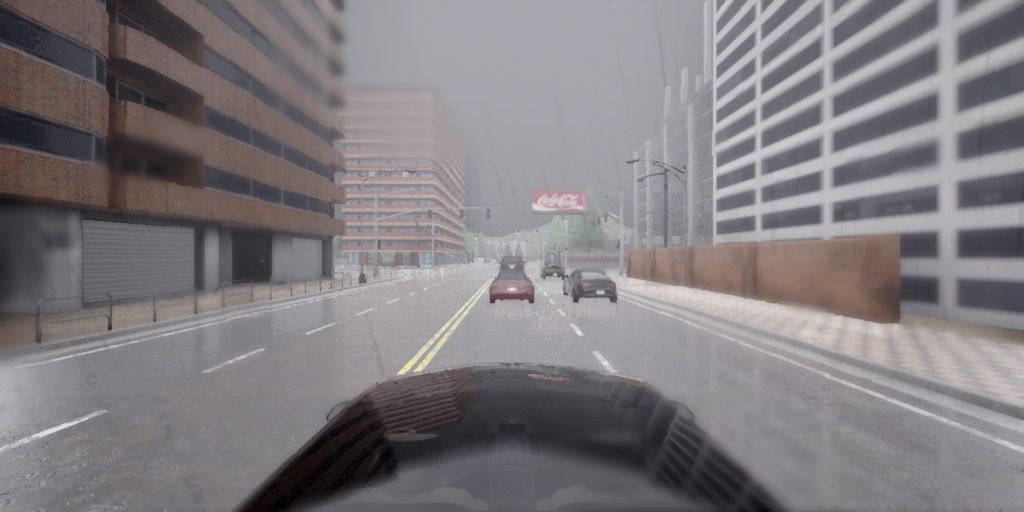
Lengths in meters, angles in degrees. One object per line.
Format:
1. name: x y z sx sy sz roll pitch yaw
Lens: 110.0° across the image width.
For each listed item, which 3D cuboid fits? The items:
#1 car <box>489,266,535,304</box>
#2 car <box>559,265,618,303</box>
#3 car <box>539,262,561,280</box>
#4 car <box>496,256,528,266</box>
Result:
1. car: 0.000 1.320 16.500 1.994 1.385 4.181 0 0 0
2. car: 3.500 1.281 16.500 1.812 1.442 4.674 0 0 0
3. car: 3.500 1.265 31.500 1.837 1.490 4.892 0 0 0
4. car: 0.000 1.006 31.530 2.150 2.045 5.566 0 0 0
